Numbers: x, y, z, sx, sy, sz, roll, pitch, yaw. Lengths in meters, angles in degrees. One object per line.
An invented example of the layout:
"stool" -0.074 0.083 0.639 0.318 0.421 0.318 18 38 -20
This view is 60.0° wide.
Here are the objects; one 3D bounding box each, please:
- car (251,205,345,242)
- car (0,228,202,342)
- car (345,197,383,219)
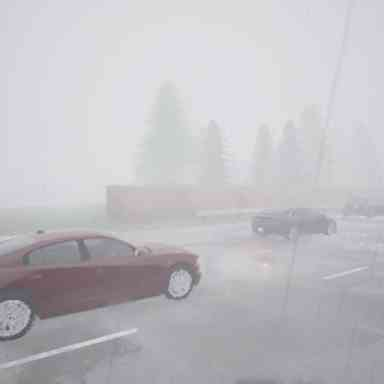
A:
"car" 4.971 1.404 15.885 4.892 1.490 1.837 0 0 -35
"car" -2.088 1.463 6.557 5.008 1.535 1.882 0 0 -35
"car" 14.290 1.146 26.828 4.553 1.767 2.097 -1 0 -35
